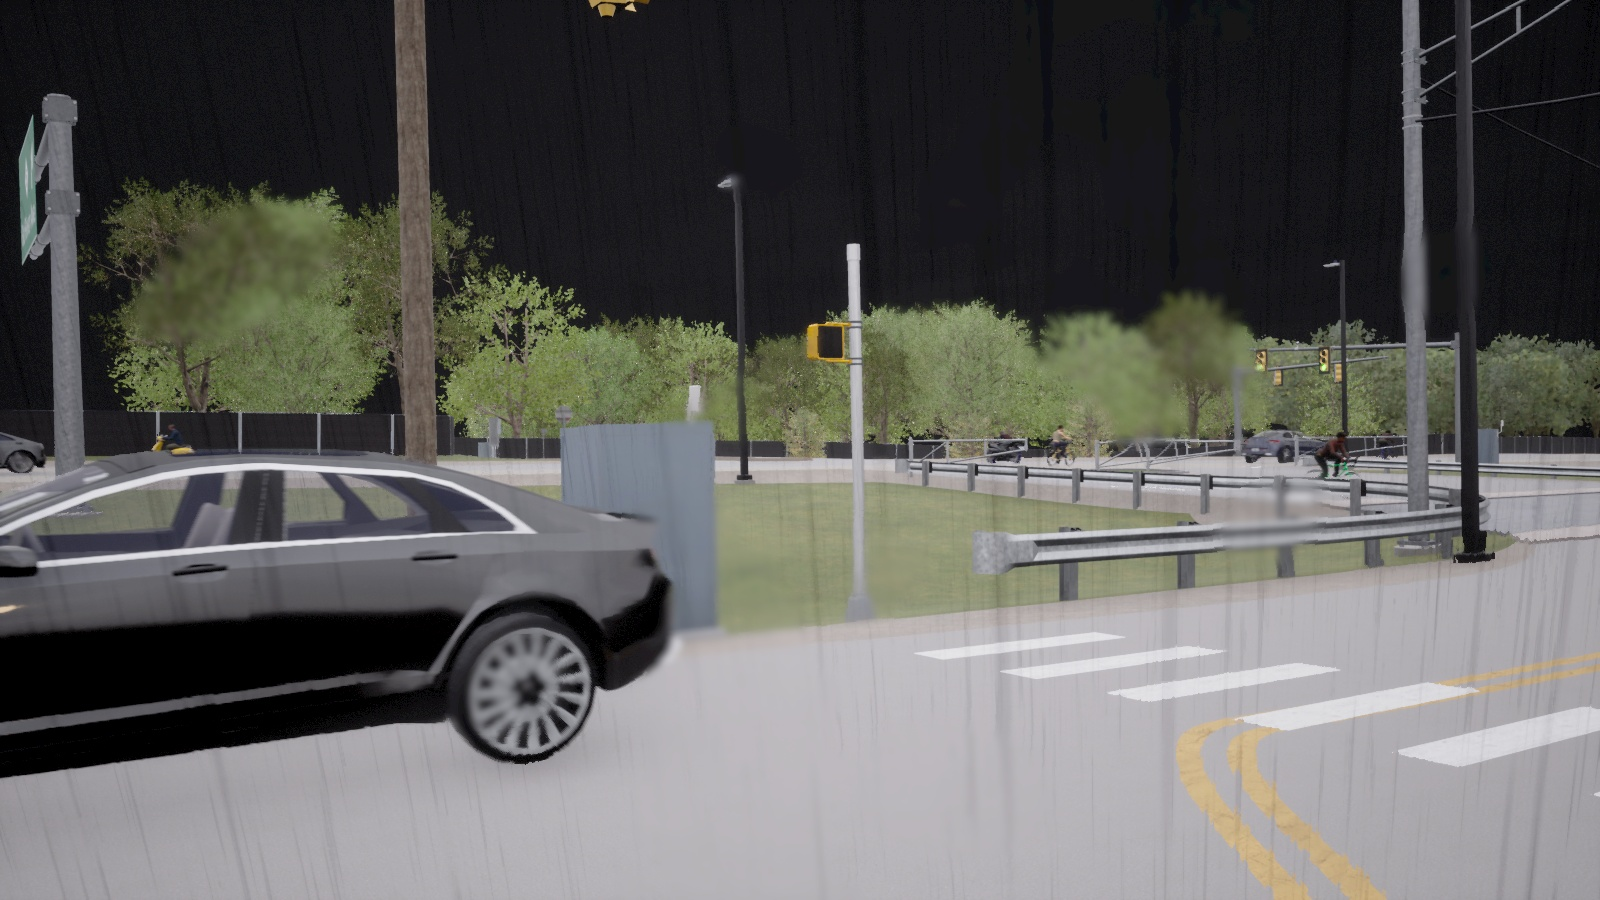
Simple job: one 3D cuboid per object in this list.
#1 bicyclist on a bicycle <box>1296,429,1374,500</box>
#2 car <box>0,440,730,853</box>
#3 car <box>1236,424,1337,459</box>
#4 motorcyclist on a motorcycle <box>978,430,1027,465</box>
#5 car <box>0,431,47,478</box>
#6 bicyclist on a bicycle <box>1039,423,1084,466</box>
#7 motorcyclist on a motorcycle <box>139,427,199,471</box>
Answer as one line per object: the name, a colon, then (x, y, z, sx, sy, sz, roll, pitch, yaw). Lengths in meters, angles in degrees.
bicyclist on a bicycle: (12.924, 0.329, 30.373, 0.582, 1.620, 1.656, 0, 2, -31)
car: (-2.976, 0.721, 5.853, 4.902, 1.511, 2.128, 0, 0, -35)
car: (24.103, -0.417, 62.170, 5.027, 1.651, 2.152, 0, 0, -34)
motorcyclist on a motorcycle: (9.037, -0.127, 56.132, 0.866, 1.530, 2.191, 0, 0, -35)
car: (-24.891, 0.148, 37.304, 4.181, 1.385, 1.994, -1, 0, -34)
bicyclist on a bicycle: (10.047, -0.206, 48.319, 1.509, 1.612, 0.866, 0, 2, -35)
motorcyclist on a motorcycle: (-23.199, -0.050, 46.202, 1.817, 1.590, 0.866, 0, 0, -17)
